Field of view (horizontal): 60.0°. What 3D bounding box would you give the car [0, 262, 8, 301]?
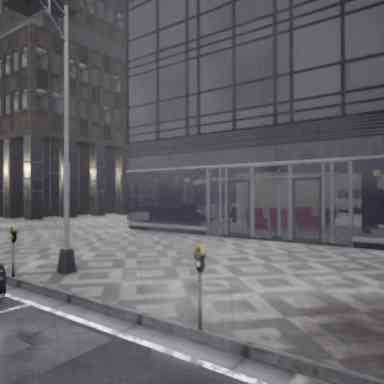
[{"bbox_3d":[-5.498,1.596,6.869,4.403,1.369,2.008,0,0,35],"label":"car"}]
